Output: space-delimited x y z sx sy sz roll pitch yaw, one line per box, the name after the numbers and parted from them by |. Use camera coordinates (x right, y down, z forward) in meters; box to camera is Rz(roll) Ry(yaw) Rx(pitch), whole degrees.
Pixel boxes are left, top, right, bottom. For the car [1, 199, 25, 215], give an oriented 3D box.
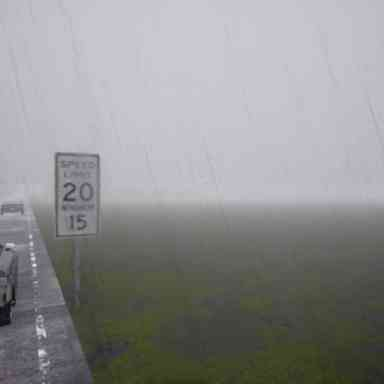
-17.919 1.448 33.393 1.882 1.535 5.008 0 0 -26 | car

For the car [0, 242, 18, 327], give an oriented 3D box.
-4.554 1.561 6.526 1.994 1.385 4.181 0 0 -27 | car

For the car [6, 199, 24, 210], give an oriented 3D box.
-22.649 1.550 42.762 1.895 1.301 4.718 0 0 -26 | car
